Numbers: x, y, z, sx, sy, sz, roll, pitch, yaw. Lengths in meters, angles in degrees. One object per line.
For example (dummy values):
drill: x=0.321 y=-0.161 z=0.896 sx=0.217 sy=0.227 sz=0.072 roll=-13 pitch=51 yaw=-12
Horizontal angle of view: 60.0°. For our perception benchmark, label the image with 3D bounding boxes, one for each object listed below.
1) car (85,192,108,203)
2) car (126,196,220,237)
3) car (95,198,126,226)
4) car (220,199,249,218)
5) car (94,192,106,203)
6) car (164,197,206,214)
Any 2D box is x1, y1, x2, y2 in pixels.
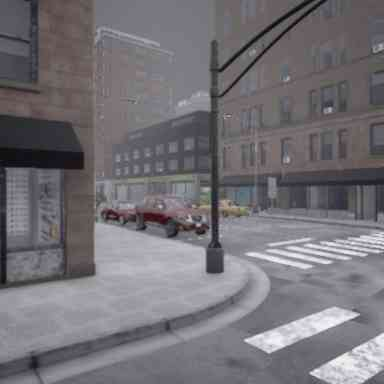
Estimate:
car: x=-14.712 y=0.817 z=51.145 sx=1.837 sy=1.490 sz=4.892 roll=0 pitch=1 yaw=-36
car: x=-1.166 y=1.147 z=17.088 sx=2.192 sy=1.841 sz=5.009 roll=1 pitch=0 yaw=-36
car: x=-4.384 y=1.297 z=21.530 sx=1.887 sy=1.381 sz=4.507 roll=1 pitch=0 yaw=-36
car: x=2.428 y=1.239 z=26.657 sx=1.752 sy=1.417 sz=4.829 roll=1 pitch=0 yaw=-36
car: x=-13.817 y=0.947 z=44.619 sx=2.033 sy=1.411 sz=5.357 roll=0 pitch=1 yaw=-35
car: x=-0.686 y=1.220 z=30.961 sx=1.802 sy=1.307 sz=4.206 roll=1 pitch=0 yaw=-36
